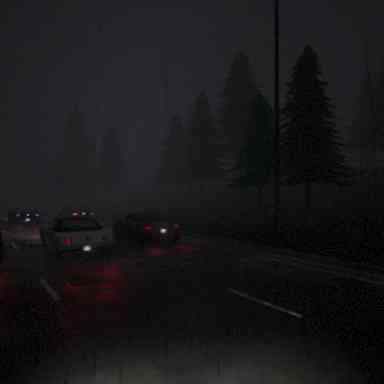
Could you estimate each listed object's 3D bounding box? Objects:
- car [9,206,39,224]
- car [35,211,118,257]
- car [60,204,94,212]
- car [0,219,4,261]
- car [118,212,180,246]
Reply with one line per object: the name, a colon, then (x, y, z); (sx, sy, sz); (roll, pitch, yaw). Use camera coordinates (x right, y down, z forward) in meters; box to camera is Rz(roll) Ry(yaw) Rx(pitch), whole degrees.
car: (-13.011, 1.713, 25.816); (1.895, 1.301, 4.718); (0, 0, -33)
car: (-4.780, 1.658, 13.277); (1.895, 1.301, 4.718); (0, 0, -33)
car: (-9.243, 1.660, 26.421); (2.033, 1.411, 5.357); (0, 0, -33)
car: (-7.991, 1.404, 11.800); (2.097, 1.767, 4.553); (0, 0, -33)
car: (-2.298, 1.630, 15.885); (1.994, 1.385, 4.181); (0, 0, -33)
